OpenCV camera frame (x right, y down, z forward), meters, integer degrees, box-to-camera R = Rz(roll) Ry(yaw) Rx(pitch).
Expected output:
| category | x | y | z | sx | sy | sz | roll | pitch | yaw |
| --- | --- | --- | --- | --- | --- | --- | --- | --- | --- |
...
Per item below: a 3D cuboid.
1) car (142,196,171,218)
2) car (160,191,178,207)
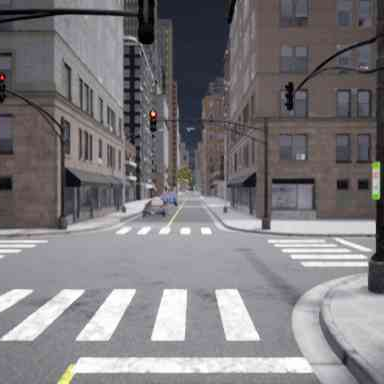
| category | x | y | z | sx | sy | sz | roll | pitch | yaw |
| --- | --- | --- | --- | --- | --- | --- | --- | --- | --- |
| car | -3.075 | 1.347 | 28.499 | 1.812 | 1.442 | 4.674 | 0 | 0 | 0 |
| car | -3.052 | 0.940 | 45.359 | 2.150 | 2.045 | 5.566 | 0 | 0 | 0 |
